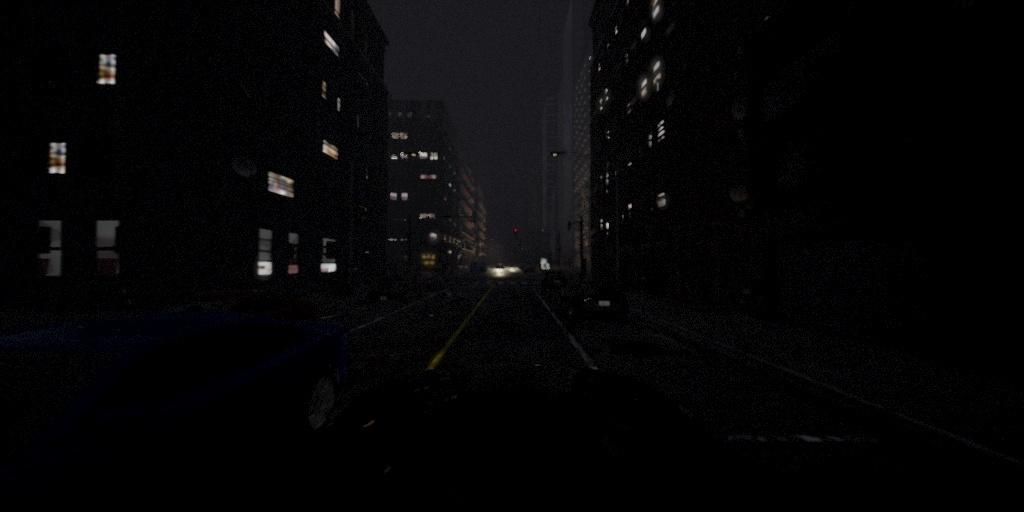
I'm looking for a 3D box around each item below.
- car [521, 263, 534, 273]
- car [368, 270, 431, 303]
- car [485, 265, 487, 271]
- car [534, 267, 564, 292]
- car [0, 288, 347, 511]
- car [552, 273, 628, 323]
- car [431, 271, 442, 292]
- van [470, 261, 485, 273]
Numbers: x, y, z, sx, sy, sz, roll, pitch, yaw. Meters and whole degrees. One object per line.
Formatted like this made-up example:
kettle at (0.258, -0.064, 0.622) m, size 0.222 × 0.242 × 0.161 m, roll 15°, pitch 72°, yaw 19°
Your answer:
car at (2.708, 2.033, 55.985) m, size 1.802 × 1.307 × 4.207 m, roll 0°, pitch 0°, yaw 0°
car at (-5.684, 1.523, 18.074) m, size 1.948 × 1.339 × 4.313 m, roll 0°, pitch 0°, yaw 0°
car at (-5.672, 1.840, 61.516) m, size 2.192 × 1.841 × 5.009 m, roll 0°, pitch 0°, yaw 0°
car at (2.699, 1.593, 23.583) m, size 1.948 × 1.339 × 4.313 m, roll 0°, pitch 0°, yaw 0°
car at (-3.100, 1.240, 2.667) m, size 1.882 × 1.535 × 5.008 m, roll 0°, pitch -1°, yaw 0°
car at (2.695, 1.452, 12.536) m, size 1.948 × 1.339 × 4.313 m, roll 0°, pitch 0°, yaw 0°
car at (-5.683, 1.610, 23.597) m, size 1.802 × 1.307 × 4.207 m, roll 0°, pitch 0°, yaw 0°
van at (-5.673, 1.792, 55.989) m, size 1.690 × 1.789 × 3.998 m, roll 0°, pitch 0°, yaw 0°
